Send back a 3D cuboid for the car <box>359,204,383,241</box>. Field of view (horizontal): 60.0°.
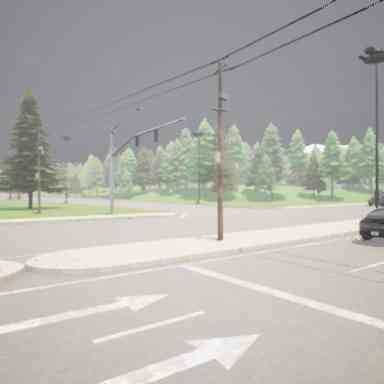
[{"bbox_3d":[9.439,1.448,15.117,4.892,1.490,1.837,0,0,-37],"label":"car"}]

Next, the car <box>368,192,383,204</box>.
[{"bbox_3d":[27.733,1.047,48.151,5.566,2.045,2.150,0,0,-36],"label":"car"}]
